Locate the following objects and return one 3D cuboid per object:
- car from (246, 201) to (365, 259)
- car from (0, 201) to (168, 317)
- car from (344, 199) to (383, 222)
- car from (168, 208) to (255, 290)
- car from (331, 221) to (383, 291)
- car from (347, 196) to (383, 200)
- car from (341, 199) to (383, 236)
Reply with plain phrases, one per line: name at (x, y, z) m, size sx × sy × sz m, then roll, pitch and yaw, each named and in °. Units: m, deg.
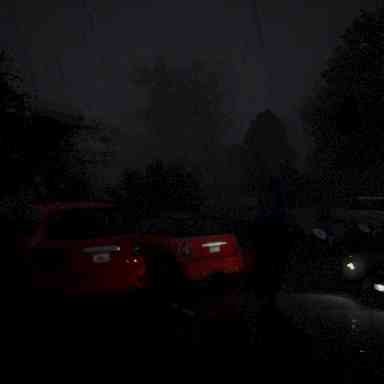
car at (3.697, 1.344, 12.733) m, size 2.185 × 1.767 × 4.553 m, roll 0°, pitch 0°, yaw -35°
car at (-3.104, 1.227, 7.880) m, size 2.435 × 2.045 × 5.566 m, roll 0°, pitch 0°, yaw -35°
car at (5.965, 1.341, 14.350) m, size 2.185 × 1.767 × 4.553 m, roll 0°, pitch 0°, yaw -35°
car at (-0.700, 1.349, 9.521) m, size 2.185 × 1.767 × 4.553 m, roll 0°, pitch 0°, yaw -35°
car at (5.983, 1.538, 8.236) m, size 5.357 × 1.411 × 2.033 m, roll 0°, pitch 0°, yaw -35°
car at (8.335, 1.212, 16.038) m, size 2.435 × 2.045 × 5.566 m, roll 0°, pitch 0°, yaw -35°
car at (10.638, 1.335, 17.606) m, size 2.185 × 1.767 × 4.553 m, roll 0°, pitch 0°, yaw -35°
